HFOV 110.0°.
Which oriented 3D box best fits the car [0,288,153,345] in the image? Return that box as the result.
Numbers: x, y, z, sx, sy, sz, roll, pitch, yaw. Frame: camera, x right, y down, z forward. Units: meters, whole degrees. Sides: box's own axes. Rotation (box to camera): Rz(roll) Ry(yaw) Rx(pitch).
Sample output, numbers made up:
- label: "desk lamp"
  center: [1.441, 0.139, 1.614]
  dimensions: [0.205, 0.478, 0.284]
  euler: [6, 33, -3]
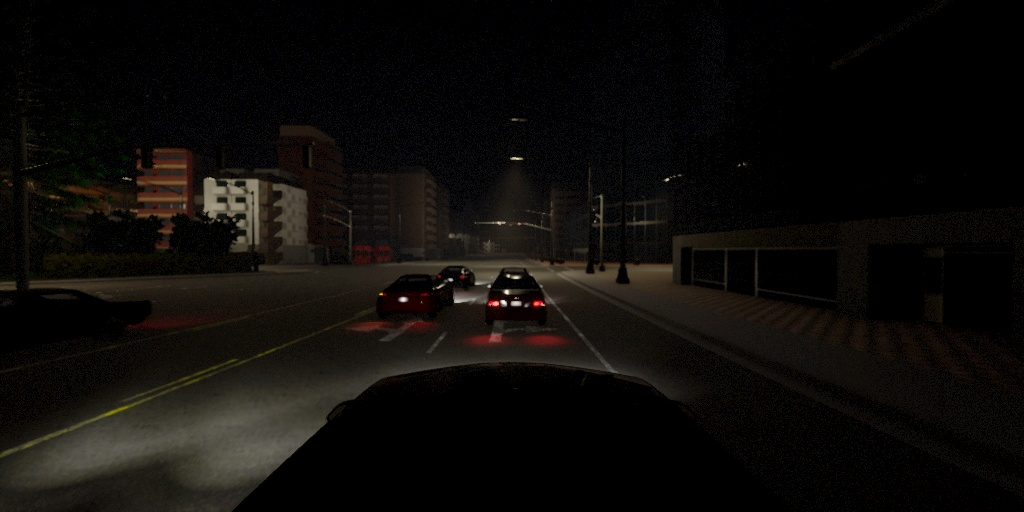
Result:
- label: "car"
  center: [-10.535, 1.379, 7.279]
  dimensions: [1.895, 1.301, 4.718]
  euler: [0, 0, 1]

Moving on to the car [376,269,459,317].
- label: "car"
  center: [-3.394, 1.341, 13.293]
  dimensions: [1.994, 1.385, 4.181]
  euler: [0, 0, 1]

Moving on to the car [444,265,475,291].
- label: "car"
  center: [-3.375, 1.252, 21.722]
  dimensions: [1.994, 1.385, 4.181]
  euler: [0, 1, 1]

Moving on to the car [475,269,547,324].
- label: "car"
  center: [0.114, 1.326, 12.097]
  dimensions: [2.033, 1.411, 5.357]
  euler: [0, 0, 0]

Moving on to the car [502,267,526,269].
- label: "car"
  center: [0.131, 1.292, 21.663]
  dimensions: [1.895, 1.301, 4.718]
  euler: [0, 1, 1]
